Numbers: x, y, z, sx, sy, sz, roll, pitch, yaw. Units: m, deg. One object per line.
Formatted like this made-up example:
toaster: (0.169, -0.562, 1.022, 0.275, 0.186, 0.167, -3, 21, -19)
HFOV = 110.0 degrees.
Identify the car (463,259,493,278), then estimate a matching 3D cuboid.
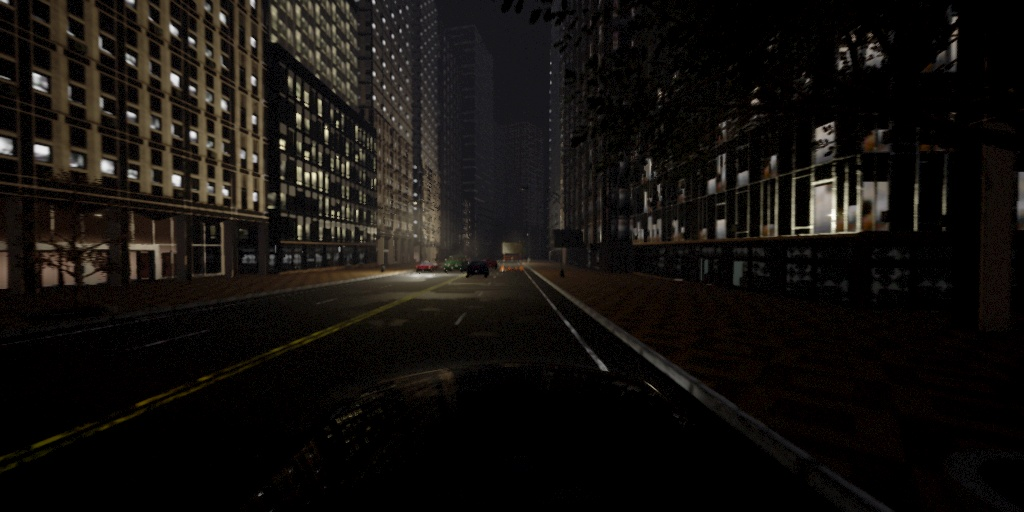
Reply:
car: (-3.138, 1.184, 33.984, 1.882, 1.535, 5.008, 0, 0, 0)

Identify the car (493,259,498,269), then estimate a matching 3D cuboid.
car: (-3.131, 1.160, 53.426, 1.882, 1.535, 5.008, 0, 0, 0)

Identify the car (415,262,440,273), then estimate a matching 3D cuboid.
car: (-9.824, 1.298, 41.869, 1.895, 1.301, 4.718, 0, 0, 0)

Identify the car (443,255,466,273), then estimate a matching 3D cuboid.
car: (-6.573, 0.915, 42.272, 2.150, 2.045, 5.566, 0, 0, 0)

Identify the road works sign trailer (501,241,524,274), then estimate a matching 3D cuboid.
road works sign trailer: (0.020, 0.164, 39.757, 2.380, 3.560, 2.880, 0, 0, 1)
